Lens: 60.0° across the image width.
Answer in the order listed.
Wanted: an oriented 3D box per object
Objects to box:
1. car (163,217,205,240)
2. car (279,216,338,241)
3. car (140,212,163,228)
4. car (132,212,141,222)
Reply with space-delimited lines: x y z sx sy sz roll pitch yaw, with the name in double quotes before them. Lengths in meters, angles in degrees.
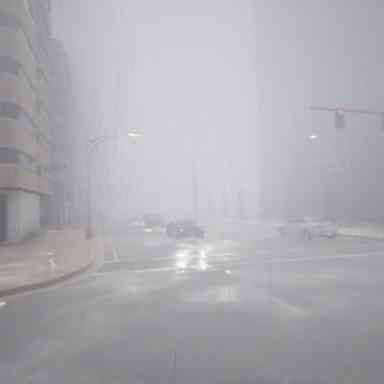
"car" -0.549 2.669 24.106 1.895 1.301 4.718 -1 -2 -15
"car" 7.422 2.298 21.628 1.812 1.442 4.674 -1 -2 -15
"car" -4.402 3.233 38.283 1.882 1.535 5.008 -1 -2 -15
"car" -8.711 4.009 54.472 1.994 1.385 4.181 -1 -2 -15
